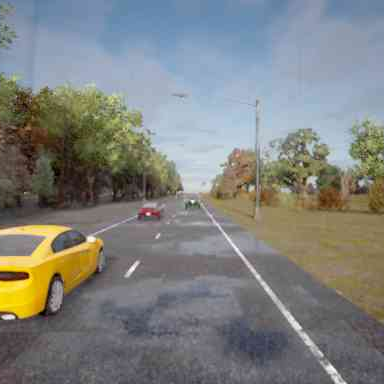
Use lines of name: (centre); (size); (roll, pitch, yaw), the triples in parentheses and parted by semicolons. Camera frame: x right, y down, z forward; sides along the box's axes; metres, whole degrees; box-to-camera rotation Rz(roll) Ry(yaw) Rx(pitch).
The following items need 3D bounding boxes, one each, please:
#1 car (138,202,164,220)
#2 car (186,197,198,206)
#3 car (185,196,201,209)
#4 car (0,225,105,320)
car: (-3.393, 1.552, 28.089); (1.812, 1.442, 4.674); (0, 0, 0)
car: (0.016, 1.621, 57.175); (1.994, 1.385, 4.181); (0, 0, 0)
car: (0.112, 1.396, 46.058); (2.097, 1.767, 4.553); (0, 0, 0)
car: (-3.400, 1.484, 7.486); (1.882, 1.535, 5.008); (0, 0, 0)
